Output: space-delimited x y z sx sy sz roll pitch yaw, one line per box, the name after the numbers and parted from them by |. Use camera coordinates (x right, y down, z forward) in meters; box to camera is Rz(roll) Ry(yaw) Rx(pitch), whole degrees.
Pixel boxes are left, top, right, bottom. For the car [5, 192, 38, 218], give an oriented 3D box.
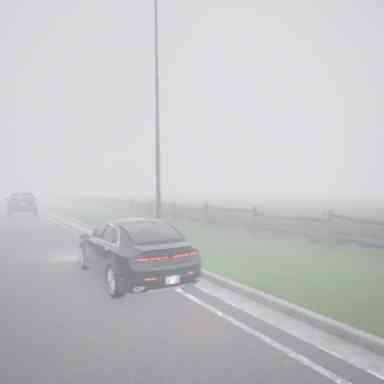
-14.772 1.057 28.897 2.150 2.045 5.566 -1 1 -29 | car

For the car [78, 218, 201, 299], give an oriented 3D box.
-1.585 1.422 8.457 1.837 1.490 4.892 -1 1 -30 | car
